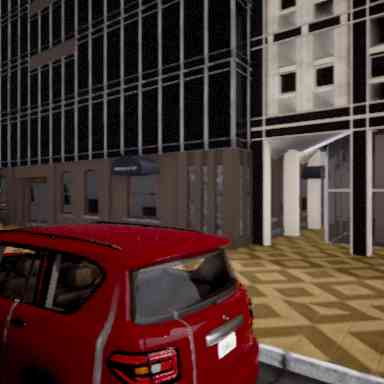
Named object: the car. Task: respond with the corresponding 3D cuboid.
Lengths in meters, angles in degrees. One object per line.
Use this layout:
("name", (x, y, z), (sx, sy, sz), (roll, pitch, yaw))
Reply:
("car", (-1.663, 1.301, 4.065), (5.009, 1.841, 2.192), (0, 0, 36))
